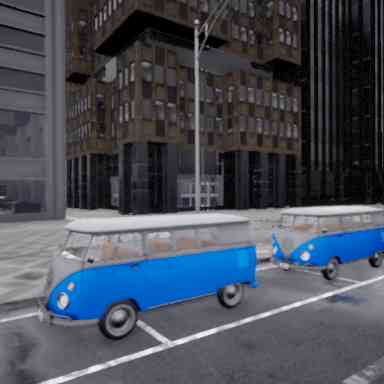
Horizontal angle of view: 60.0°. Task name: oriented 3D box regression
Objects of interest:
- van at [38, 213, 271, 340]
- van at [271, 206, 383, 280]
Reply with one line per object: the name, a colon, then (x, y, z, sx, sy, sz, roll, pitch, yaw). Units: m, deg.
van: (-0.580, 1.331, 6.243, 3.998, 1.788, 1.690, 0, 0, -36)
van: (4.008, 1.313, 9.523, 3.998, 1.788, 1.690, 0, 0, -36)
